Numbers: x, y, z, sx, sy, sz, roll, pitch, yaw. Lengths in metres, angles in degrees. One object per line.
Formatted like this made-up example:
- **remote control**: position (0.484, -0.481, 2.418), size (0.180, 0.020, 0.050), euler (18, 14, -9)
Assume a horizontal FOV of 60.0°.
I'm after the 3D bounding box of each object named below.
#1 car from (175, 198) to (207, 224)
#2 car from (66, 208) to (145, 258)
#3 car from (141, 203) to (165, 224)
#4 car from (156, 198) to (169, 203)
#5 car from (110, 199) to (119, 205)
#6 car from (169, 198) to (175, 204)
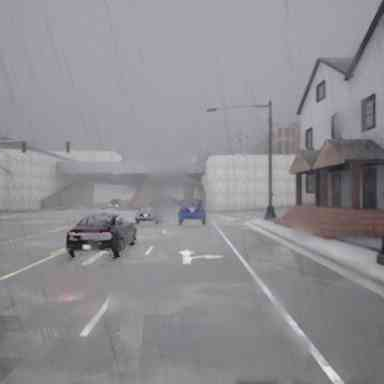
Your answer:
- **car**: position (0.023, 1.547, 27.611), size (2.150, 2.045, 5.566), euler (0, -1, 0)
- **car**: position (-3.475, 1.641, 13.482), size (2.128, 1.511, 4.902), euler (0, 0, 0)
- **car**: position (-3.478, 1.860, 27.541), size (2.033, 1.411, 5.357), euler (0, -1, 0)
- **car**: position (-8.246, 2.454, 88.397), size (1.837, 1.490, 4.892), euler (0, -1, 6)
- **car**: position (-18.764, 2.362, 81.448), size (1.882, 1.535, 5.008), euler (0, -1, -1)
- **car**: position (-4.698, 2.489, 88.897), size (2.128, 1.511, 4.902), euler (0, -1, 6)
